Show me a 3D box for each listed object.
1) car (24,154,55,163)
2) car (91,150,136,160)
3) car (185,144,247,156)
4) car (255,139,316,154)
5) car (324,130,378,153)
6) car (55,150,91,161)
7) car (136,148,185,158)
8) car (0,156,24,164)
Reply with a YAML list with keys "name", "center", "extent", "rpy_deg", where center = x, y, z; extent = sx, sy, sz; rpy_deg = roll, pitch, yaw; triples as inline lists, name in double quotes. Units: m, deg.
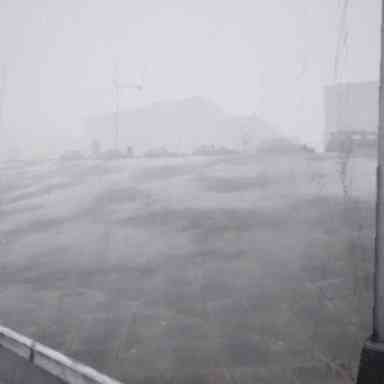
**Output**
- name: "car"
  center: [-17.148, -3.764, 39.373]
  extent: [5.008, 1.535, 2.097]
  rpy_deg: [1, 1, 32]
- name: "car"
  center: [-7.401, -3.529, 33.757]
  extent: [4.792, 1.488, 2.163]
  rpy_deg: [1, 1, 29]
- name: "car"
  center: [2.295, -3.356, 28.692]
  extent: [4.892, 1.521, 2.231]
  rpy_deg: [1, 1, 27]
- name: "car"
  center: [7.376, -3.360, 26.250]
  extent: [4.553, 1.767, 2.185]
  rpy_deg: [1, 1, 26]
- name: "car"
  center: [12.477, -3.341, 23.911]
  extent: [5.566, 2.045, 2.435]
  rpy_deg: [2, 1, 25]
- name: "car"
  center: [-12.393, -3.789, 36.557]
  extent: [4.553, 1.767, 2.185]
  rpy_deg: [1, 1, 31]
- name: "car"
  center: [-2.537, -3.418, 31.150]
  extent: [4.674, 1.452, 2.002]
  rpy_deg: [1, 1, 28]
- name: "car"
  center: [-21.860, -3.826, 42.302]
  extent: [4.674, 1.452, 2.002]
  rpy_deg: [1, 1, 33]
